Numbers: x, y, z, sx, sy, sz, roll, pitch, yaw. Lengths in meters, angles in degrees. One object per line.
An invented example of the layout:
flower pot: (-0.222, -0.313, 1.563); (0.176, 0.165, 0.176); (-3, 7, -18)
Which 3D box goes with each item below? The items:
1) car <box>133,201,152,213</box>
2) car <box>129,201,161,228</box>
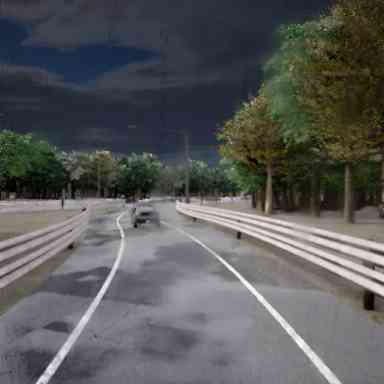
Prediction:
car: (-5.994, 1.800, 41.008); (1.895, 1.301, 4.718); (-1, 0, -3)
car: (-3.434, 1.692, 24.247); (1.837, 1.490, 4.892); (0, 0, -13)
